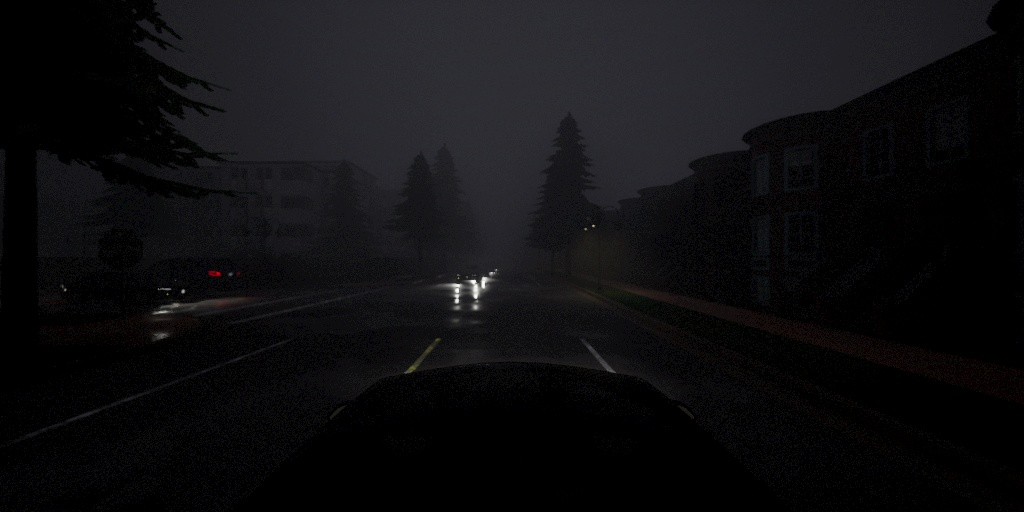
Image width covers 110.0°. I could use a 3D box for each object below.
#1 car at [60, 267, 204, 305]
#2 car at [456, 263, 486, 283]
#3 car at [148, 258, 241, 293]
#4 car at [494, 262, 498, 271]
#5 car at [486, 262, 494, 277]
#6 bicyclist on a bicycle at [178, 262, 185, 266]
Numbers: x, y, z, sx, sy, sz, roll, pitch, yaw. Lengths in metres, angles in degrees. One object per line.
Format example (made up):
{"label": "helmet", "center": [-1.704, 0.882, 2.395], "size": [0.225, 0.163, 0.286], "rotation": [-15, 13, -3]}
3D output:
{"label": "car", "center": [-17.309, 1.381, 16.240], "size": [4.892, 1.490, 1.837], "rotation": [0, 0, 0]}
{"label": "car", "center": [-3.581, 1.462, 30.710], "size": [1.837, 1.490, 4.892], "rotation": [0, 0, 0]}
{"label": "car", "center": [-18.414, 1.123, 20.048], "size": [5.566, 2.045, 2.150], "rotation": [0, 0, -1]}
{"label": "car", "center": [-3.554, 1.672, 51.874], "size": [1.994, 1.385, 4.181], "rotation": [0, 0, 0]}
{"label": "car", "center": [-3.575, 1.521, 40.874], "size": [2.128, 1.511, 4.902], "rotation": [0, 0, 0]}
{"label": "bicyclist on a bicycle", "center": [-23.258, 1.240, 25.256], "size": [0.582, 1.620, 1.656], "rotation": [0, 0, 0]}
